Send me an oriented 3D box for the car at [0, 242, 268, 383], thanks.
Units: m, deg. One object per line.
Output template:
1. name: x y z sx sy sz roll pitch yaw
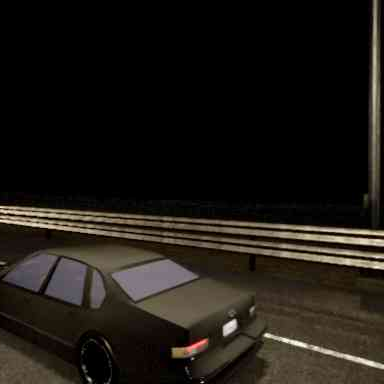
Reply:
1. car: -1.617 1.522 5.132 5.357 1.411 2.033 0 0 36
